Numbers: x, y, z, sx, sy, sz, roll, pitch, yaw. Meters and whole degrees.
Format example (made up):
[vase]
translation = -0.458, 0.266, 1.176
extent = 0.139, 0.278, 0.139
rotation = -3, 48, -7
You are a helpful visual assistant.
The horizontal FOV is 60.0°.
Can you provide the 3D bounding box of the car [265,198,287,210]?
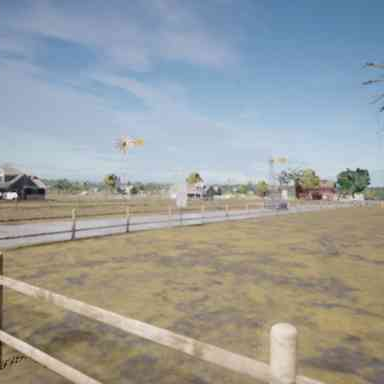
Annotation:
[car]
translation = 12.842, 1.740, 50.685
extent = 2.097, 1.767, 4.553
rotation = 2, 1, 35
